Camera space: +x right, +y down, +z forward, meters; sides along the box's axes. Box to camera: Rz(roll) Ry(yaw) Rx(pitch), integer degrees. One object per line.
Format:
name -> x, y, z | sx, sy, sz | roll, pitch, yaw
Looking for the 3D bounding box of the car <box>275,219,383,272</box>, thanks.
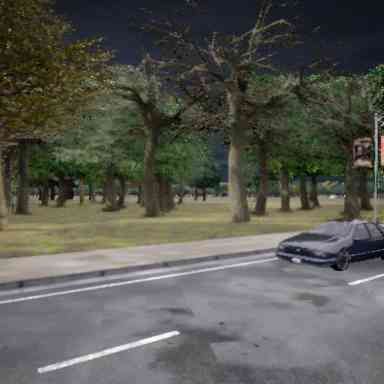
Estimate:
car -> 5.266, 1.668, 11.439 | 5.357, 1.411, 2.033 | 1, 0, -36
